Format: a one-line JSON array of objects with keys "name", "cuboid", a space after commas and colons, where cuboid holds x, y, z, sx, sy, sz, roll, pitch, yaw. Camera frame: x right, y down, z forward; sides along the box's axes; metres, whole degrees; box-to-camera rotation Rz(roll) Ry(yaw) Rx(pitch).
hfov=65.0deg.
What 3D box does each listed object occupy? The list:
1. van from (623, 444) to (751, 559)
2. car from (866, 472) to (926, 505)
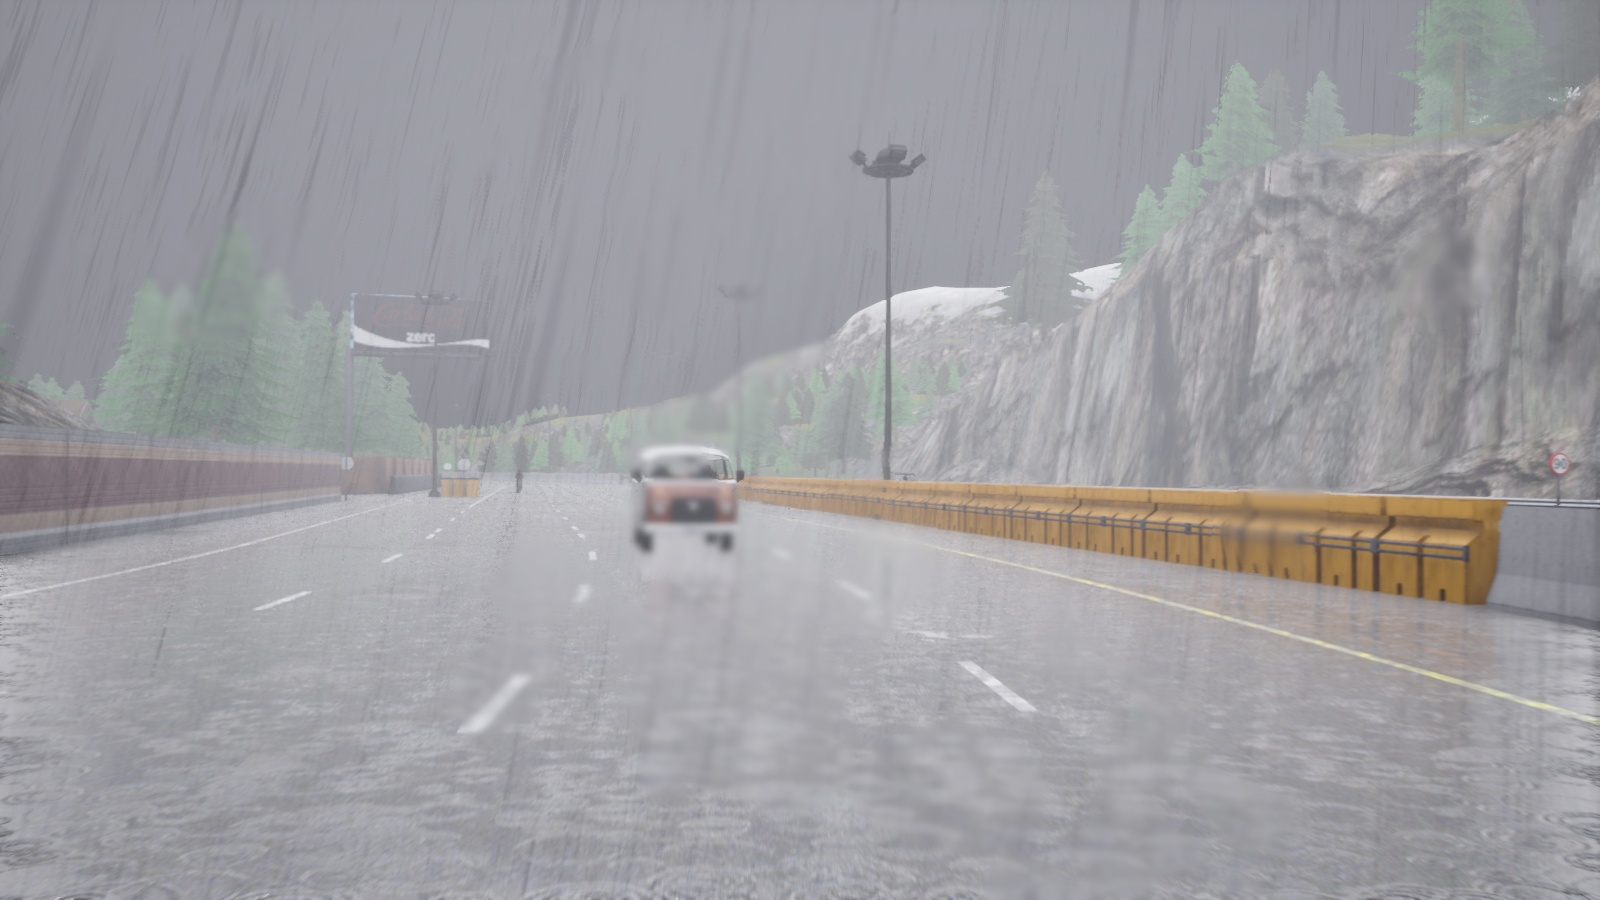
[{"name": "van", "cuboid": [-2.321, 0.964, 24.749, 2.069, 2.038, 4.480, 0, -1, -11]}, {"name": "car", "cuboid": [4.471, 1.796, 58.935, 1.845, 1.501, 3.633, 0, -1, -12]}]
